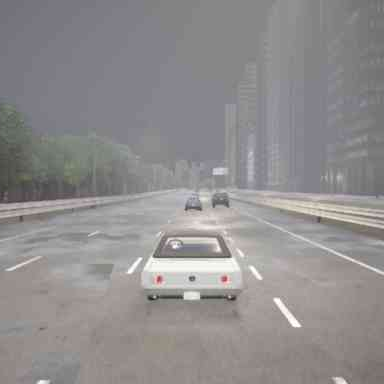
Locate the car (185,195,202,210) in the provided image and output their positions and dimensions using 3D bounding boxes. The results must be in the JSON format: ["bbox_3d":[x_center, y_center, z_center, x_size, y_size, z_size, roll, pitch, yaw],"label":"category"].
[{"bbox_3d":[0.178,1.419,39.868,1.994,1.385,4.181,0,0,0],"label":"car"}]

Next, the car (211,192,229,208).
[{"bbox_3d":[3.821,1.047,45.526,2.150,2.045,5.566,0,0,1],"label":"car"}]

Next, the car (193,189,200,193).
[{"bbox_3d":[0.915,0.734,91.796,1.882,1.535,5.008,0,1,1],"label":"car"}]

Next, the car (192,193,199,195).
[{"bbox_3d":[0.369,1.280,57.896,1.812,1.442,4.674,0,0,1],"label":"car"}]

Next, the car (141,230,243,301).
[{"bbox_3d":[0.008,1.593,8.240,1.895,1.301,4.718,0,0,0],"label":"car"}]
